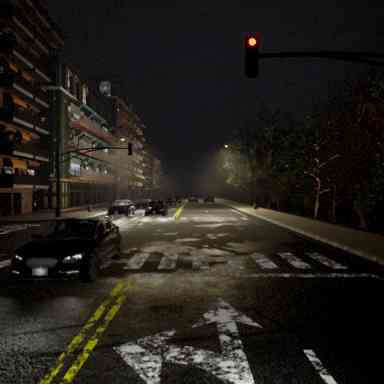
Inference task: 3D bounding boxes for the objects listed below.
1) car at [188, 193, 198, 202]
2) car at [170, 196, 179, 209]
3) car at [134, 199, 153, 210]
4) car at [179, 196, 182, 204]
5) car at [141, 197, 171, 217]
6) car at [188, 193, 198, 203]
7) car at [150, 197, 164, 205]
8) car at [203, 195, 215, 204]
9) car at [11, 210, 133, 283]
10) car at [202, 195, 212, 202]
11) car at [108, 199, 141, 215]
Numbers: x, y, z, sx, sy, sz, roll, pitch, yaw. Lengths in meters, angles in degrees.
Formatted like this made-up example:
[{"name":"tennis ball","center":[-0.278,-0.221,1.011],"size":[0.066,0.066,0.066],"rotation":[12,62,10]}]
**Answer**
[{"name":"car","center":[0.249,1.252,76.556],"size":[2.150,2.045,5.566],"rotation":[0,0,0]},{"name":"car","center":[-3.201,1.512,45.755],"size":[1.837,1.490,4.892],"rotation":[0,0,0]},{"name":"car","center":[-6.452,1.608,44.835],"size":[1.895,1.301,4.718],"rotation":[0,0,0]},{"name":"car","center":[-3.062,1.526,65.926],"size":[1.837,1.490,4.892],"rotation":[0,0,1]},{"name":"car","center":[-3.248,1.508,31.016],"size":[1.837,1.490,4.892],"rotation":[0,0,0]},{"name":"car","center":[0.316,1.511,66.466],"size":[2.128,1.511,4.902],"rotation":[0,0,0]},{"name":"car","center":[-6.374,1.617,60.704],"size":[1.895,1.301,4.718],"rotation":[0,0,1]},{"name":"car","center":[3.464,1.524,66.049],"size":[1.837,1.490,4.892],"rotation":[0,0,0]},{"name":"car","center":[-3.325,1.502,9.732],"size":[2.128,1.511,4.902],"rotation":[0,0,0]},{"name":"car","center":[3.498,1.497,76.468],"size":[2.033,1.411,5.357],"rotation":[0,0,0]},{"name":"car","center":[-6.497,1.494,31.051],"size":[2.128,1.511,4.902],"rotation":[0,0,0]}]
